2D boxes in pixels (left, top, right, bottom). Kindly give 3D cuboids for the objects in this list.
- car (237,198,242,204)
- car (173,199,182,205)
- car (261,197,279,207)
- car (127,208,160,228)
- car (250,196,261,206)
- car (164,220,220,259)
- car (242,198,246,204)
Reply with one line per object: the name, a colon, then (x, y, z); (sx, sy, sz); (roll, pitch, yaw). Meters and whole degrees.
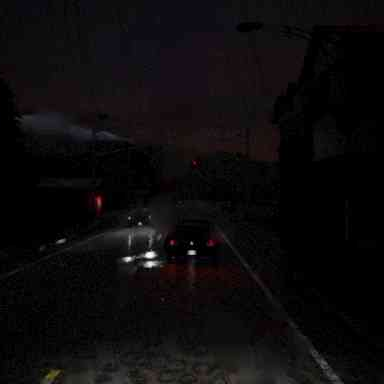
car: (13.736, 1.972, 79.645); (4.605, 1.855, 1.932); (0, -1, 0)
car: (-3.515, 2.353, 79.120); (1.837, 1.490, 4.892); (0, -1, 0)
car: (14.479, 1.869, 57.528); (3.806, 1.475, 1.970); (0, -1, 0)
car: (-3.523, 1.869, 24.759); (1.895, 1.301, 4.718); (0, -1, 0)
car: (14.153, 1.860, 63.946); (5.027, 1.636, 2.152); (0, -1, 0)
car: (0.013, 1.745, 13.238); (1.895, 1.301, 4.718); (0, -1, 0)
car: (14.149, 1.921, 76.740); (3.866, 1.878, 1.905); (0, -1, 0)
